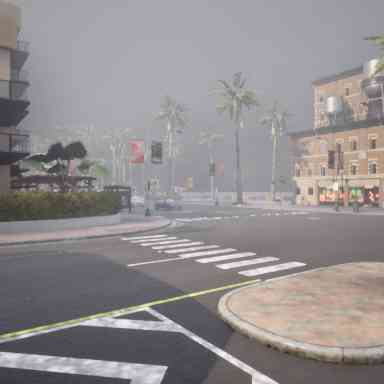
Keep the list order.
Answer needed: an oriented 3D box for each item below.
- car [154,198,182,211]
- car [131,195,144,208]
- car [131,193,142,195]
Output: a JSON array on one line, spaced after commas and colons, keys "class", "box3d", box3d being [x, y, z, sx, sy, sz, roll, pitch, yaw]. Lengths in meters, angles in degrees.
[{"class": "car", "box3d": [-3.042, 1.526, 41.520, 1.812, 1.442, 4.674, 0, 0, -35]}, {"class": "car", "box3d": [-8.852, 1.526, 49.822, 1.812, 1.442, 4.674, 0, 0, -35]}, {"class": "car", "box3d": [-11.695, 1.217, 66.170, 2.150, 2.045, 5.566, 0, -1, -37]}]
